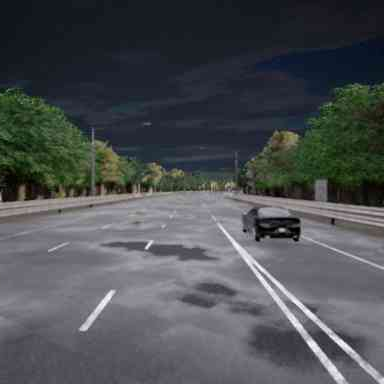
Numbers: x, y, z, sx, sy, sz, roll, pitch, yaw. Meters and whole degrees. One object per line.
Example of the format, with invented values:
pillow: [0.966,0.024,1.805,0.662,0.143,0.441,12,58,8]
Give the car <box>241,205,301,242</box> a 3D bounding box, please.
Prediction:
car: [3.597,1.377,15.881,1.882,1.535,5.008,0,0,-1]
